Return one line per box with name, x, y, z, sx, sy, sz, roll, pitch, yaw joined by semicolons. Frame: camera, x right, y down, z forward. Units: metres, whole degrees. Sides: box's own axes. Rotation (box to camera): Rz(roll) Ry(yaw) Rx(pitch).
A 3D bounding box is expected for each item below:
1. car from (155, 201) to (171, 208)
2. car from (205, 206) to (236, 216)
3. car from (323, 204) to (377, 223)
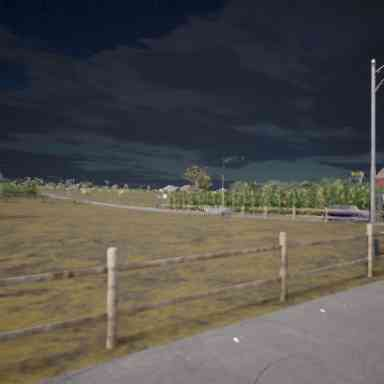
car;-5.053;2.341;59.625;1.837;1.490;4.892;3;-2;-35
car;3.989;2.638;46.736;1.895;1.301;4.718;3;-3;-35
car;14.891;2.005;31.463;2.097;1.767;4.553;3;-3;-35
